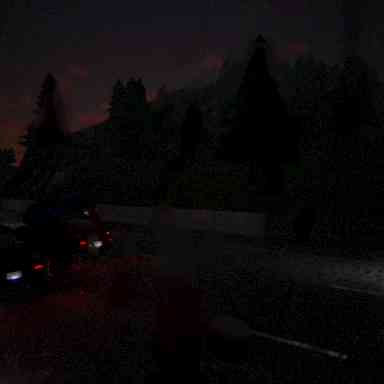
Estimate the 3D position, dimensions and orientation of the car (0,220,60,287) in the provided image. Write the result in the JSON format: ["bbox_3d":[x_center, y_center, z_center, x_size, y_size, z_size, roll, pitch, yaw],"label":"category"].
[{"bbox_3d":[-5.403,1.504,8.177,4.674,1.442,1.812,0,0,38],"label":"car"}]

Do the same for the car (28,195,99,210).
[{"bbox_3d":[-7.534,1.184,19.009,5.566,2.045,2.150,0,0,41],"label":"car"}]

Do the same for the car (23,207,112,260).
[{"bbox_3d":[-4.834,1.500,12.229,4.674,1.442,1.812,0,0,39],"label":"car"}]
